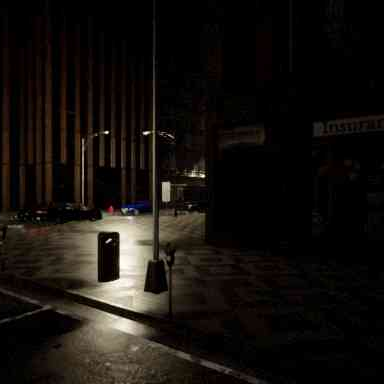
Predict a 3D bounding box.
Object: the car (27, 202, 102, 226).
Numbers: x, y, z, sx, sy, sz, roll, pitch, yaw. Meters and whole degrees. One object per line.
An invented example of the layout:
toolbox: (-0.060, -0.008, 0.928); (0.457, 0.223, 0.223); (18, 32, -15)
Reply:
car: (-8.664, 1.544, 23.810); (2.128, 1.511, 4.902); (0, 0, 35)

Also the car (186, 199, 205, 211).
car: (1.140, 1.630, 43.192); (2.128, 1.511, 4.902); (0, 0, 35)

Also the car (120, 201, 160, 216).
car: (-5.251, 1.624, 34.184); (1.812, 1.442, 4.674); (0, 0, 36)

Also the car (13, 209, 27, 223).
car: (-11.184, 1.566, 25.791); (1.837, 1.490, 4.892); (0, 0, 35)
